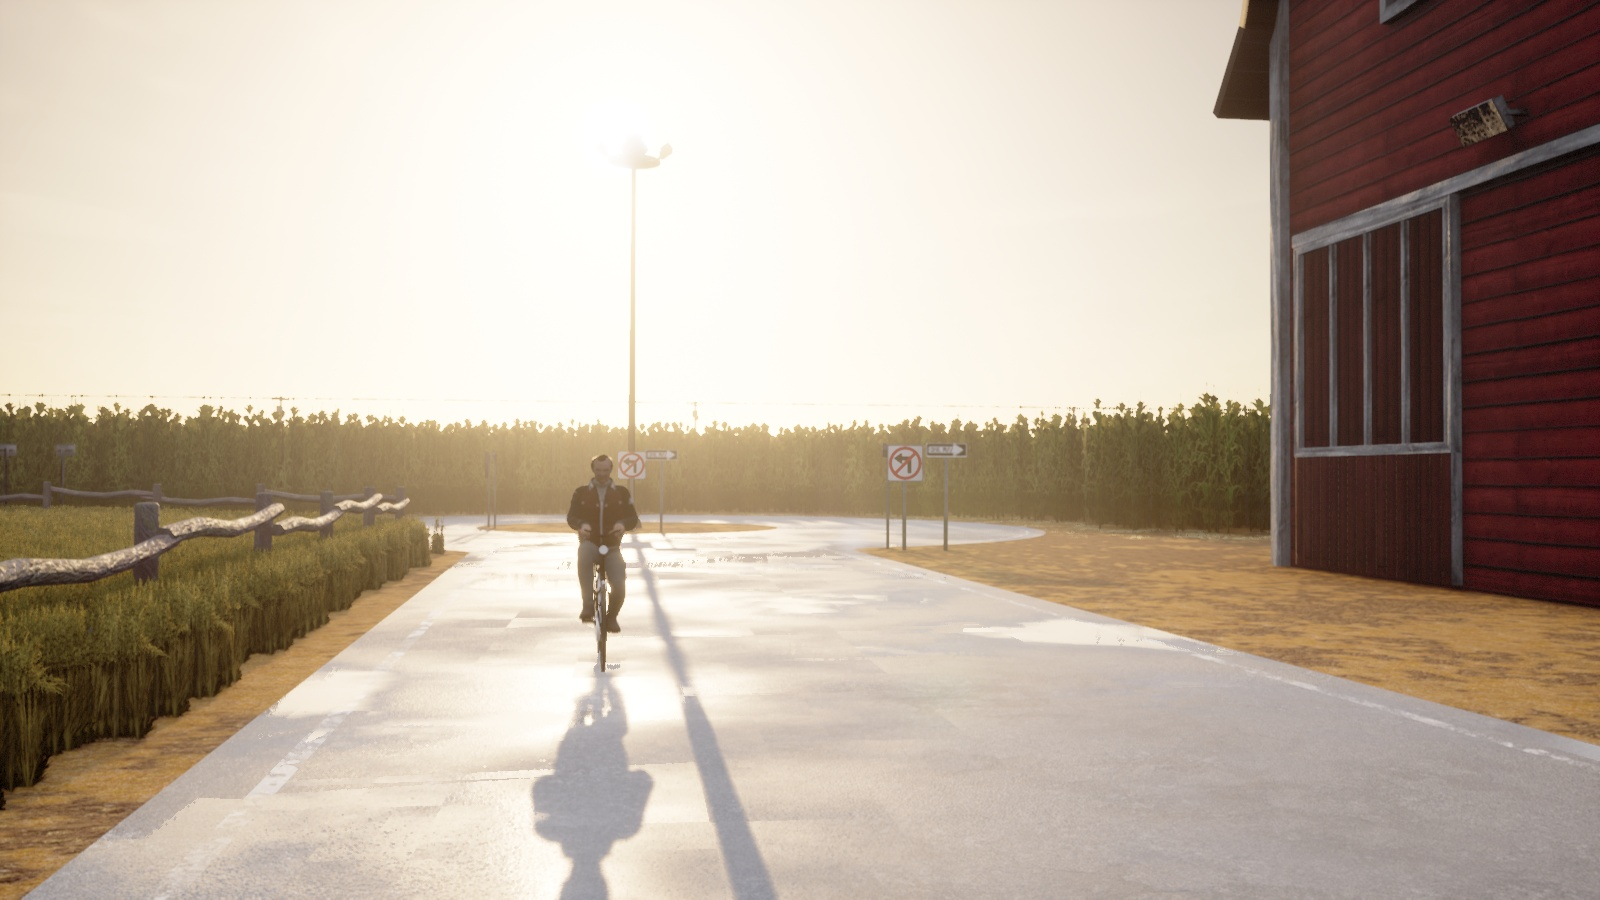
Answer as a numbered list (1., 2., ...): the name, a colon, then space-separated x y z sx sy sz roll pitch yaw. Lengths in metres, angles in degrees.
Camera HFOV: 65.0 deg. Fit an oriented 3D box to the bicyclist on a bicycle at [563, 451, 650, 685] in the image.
1. bicyclist on a bicycle: -1.647 0.920 10.508 0.659 1.776 1.843 0 -1 -10
